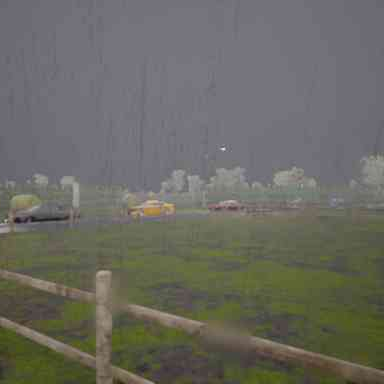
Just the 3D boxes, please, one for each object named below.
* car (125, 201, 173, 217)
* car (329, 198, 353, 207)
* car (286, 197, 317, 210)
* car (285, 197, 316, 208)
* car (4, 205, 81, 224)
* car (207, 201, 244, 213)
[{"bbox_3d":[-4.148,1.630,32.570,5.008,1.535,1.882,0,0,-43],"label":"car"},{"bbox_3d":[22.750,1.657,50.862,4.674,1.442,1.812,0,0,-36],"label":"car"},{"bbox_3d":[14.830,1.739,44.842,4.718,1.301,1.895,0,0,-37],"label":"car"},{"bbox_3d":[16.157,1.553,49.444,4.892,1.490,1.837,0,0,-37],"label":"car"},{"bbox_3d":[-11.373,1.700,25.701,5.357,1.411,2.033,0,0,-45],"label":"car"},{"bbox_3d":[4.044,1.748,39.795,4.718,1.301,1.895,0,0,-40],"label":"car"}]
